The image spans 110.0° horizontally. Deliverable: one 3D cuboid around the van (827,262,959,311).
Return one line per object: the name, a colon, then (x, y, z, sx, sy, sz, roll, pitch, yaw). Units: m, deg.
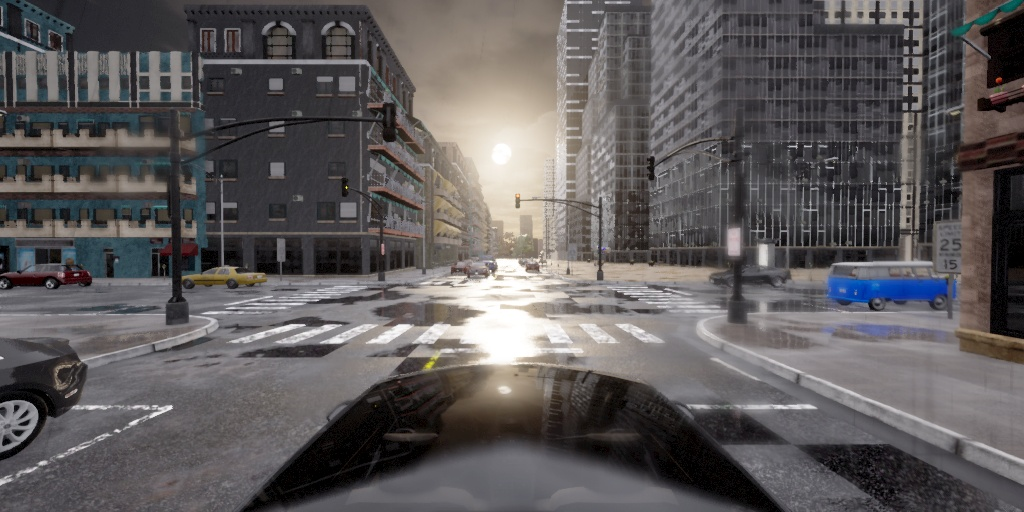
van: (14.667, 1.116, 13.913, 3.998, 1.789, 1.690, 0, 0, 0)

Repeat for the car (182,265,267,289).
car: (-17.920, 1.247, 22.180, 4.829, 1.417, 1.751, 0, 0, 0)

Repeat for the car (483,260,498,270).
car: (-3.180, 1.309, 54.141, 1.994, 1.385, 4.181, 0, 0, 0)

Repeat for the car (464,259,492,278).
car: (-3.158, 1.270, 34.261, 1.812, 1.442, 4.674, 0, 0, 0)

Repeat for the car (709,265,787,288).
car: (14.639, 1.215, 22.293, 4.313, 1.339, 1.948, 0, 0, 0)

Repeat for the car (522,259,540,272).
car: (2.576, 1.289, 46.007, 1.888, 1.381, 4.507, 0, 0, 0)

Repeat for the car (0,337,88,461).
car: (-5.692, 1.300, 2.219, 2.007, 1.370, 4.403, 0, 0, 0)

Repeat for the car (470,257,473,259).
car: (-5.772, 1.184, 45.934, 1.967, 1.591, 4.097, 0, 0, 0)

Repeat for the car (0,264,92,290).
car: (-28.817, 1.190, 22.142, 4.097, 1.591, 1.967, 0, 0, 0)

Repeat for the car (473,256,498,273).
car: (-3.172, 0.966, 44.167, 2.150, 2.045, 5.566, 0, 0, 0)

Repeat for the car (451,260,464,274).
car: (-5.761, 1.289, 40.285, 1.888, 1.381, 4.507, 0, 0, 0)
